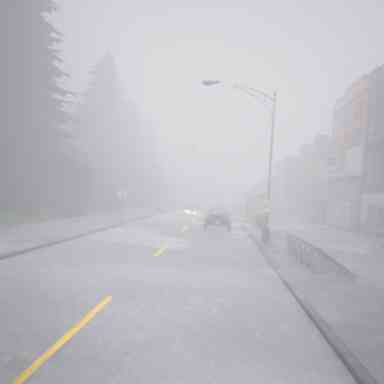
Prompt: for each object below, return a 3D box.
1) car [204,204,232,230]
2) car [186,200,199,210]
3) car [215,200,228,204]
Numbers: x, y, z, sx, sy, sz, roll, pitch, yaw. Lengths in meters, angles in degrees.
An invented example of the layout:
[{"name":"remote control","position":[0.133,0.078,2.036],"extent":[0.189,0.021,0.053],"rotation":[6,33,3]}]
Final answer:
[{"name":"car","position":[1.878,1.864,24.098],"extent":[1.812,1.442,4.674],"rotation":[4,-1,5]},{"name":"car","position":[0.126,1.966,52.658],"extent":[2.128,1.511,4.902],"rotation":[4,-1,5]},{"name":"car","position":[3.405,2.149,42.214],"extent":[2.033,1.411,5.357],"rotation":[4,0,5]}]
